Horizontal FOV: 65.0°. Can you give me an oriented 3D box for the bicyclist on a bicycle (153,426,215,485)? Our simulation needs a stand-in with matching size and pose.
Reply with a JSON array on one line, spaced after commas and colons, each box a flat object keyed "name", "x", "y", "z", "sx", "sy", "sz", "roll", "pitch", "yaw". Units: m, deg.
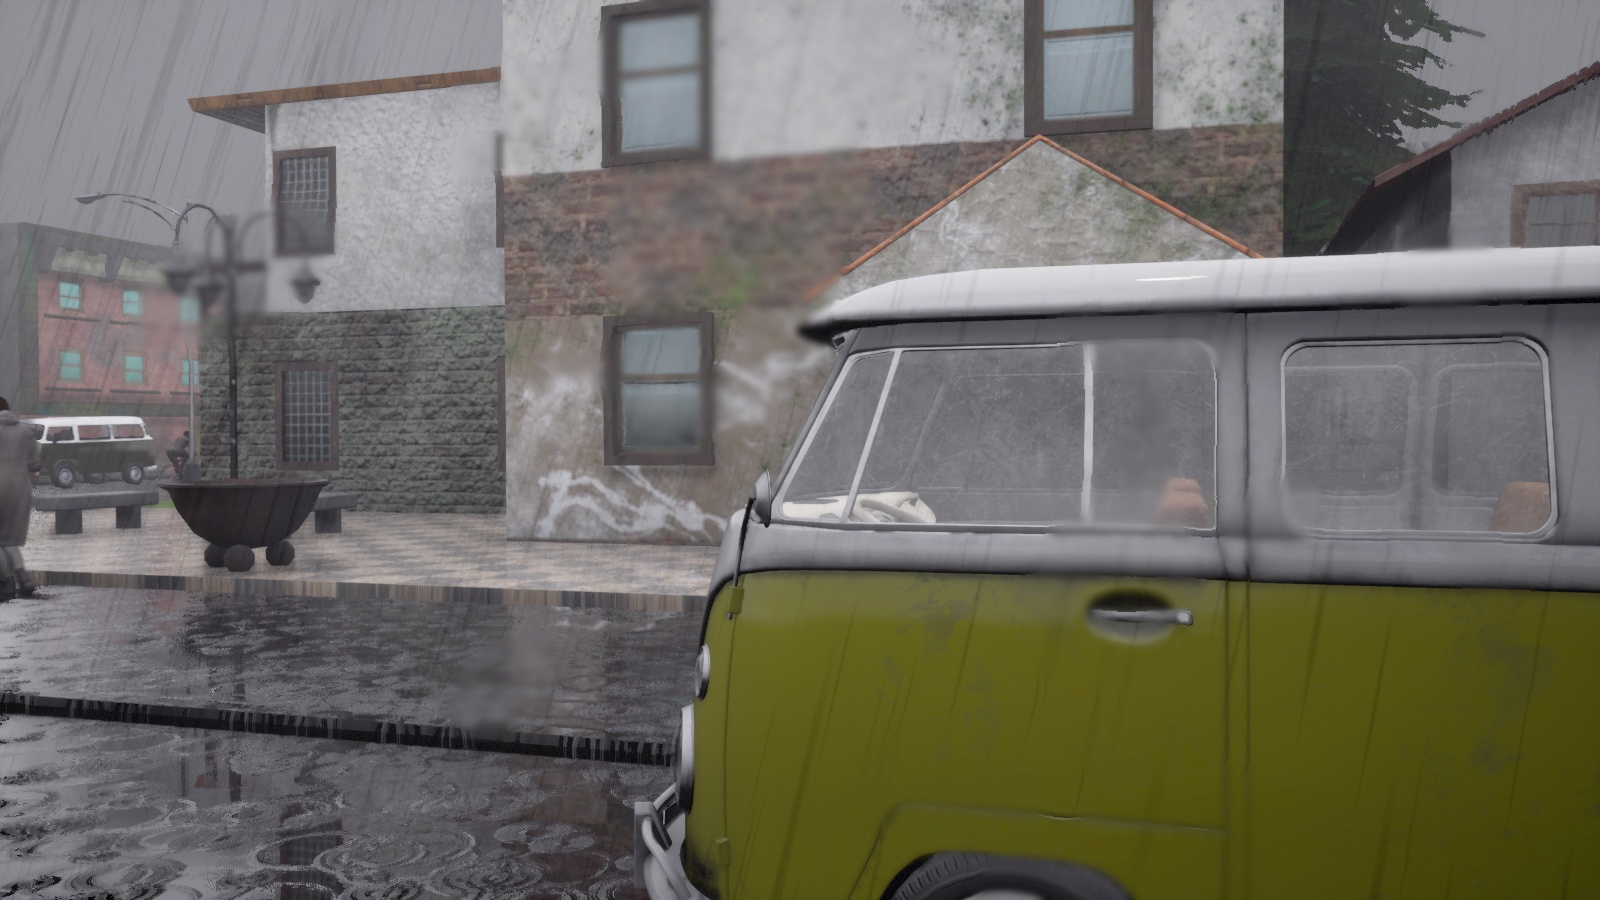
[{"name": "bicyclist on a bicycle", "x": -17.309, "y": 0.149, "z": 35.311, "sx": 0.582, "sy": 1.620, "sz": 1.656, "roll": 0, "pitch": 1, "yaw": 17}]

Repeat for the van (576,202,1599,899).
[{"name": "van", "x": 1.872, "y": 0.537, "z": 3.063, "sx": 4.442, "sy": 1.987, "sz": 1.775, "roll": 0, "pitch": 1, "yaw": 17}]

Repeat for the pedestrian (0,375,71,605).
[{"name": "pedestrian", "x": -7.069, "y": 0.332, "z": 11.083, "sx": 0.873, "sy": 1.952, "sz": 0.659, "roll": 0, "pitch": 1, "yaw": 15}]

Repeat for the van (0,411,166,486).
[{"name": "van", "x": -21.082, "y": -0.122, "z": 36.609, "sx": 2.069, "sy": 2.038, "sz": 4.480, "roll": 0, "pitch": 2, "yaw": 17}]
